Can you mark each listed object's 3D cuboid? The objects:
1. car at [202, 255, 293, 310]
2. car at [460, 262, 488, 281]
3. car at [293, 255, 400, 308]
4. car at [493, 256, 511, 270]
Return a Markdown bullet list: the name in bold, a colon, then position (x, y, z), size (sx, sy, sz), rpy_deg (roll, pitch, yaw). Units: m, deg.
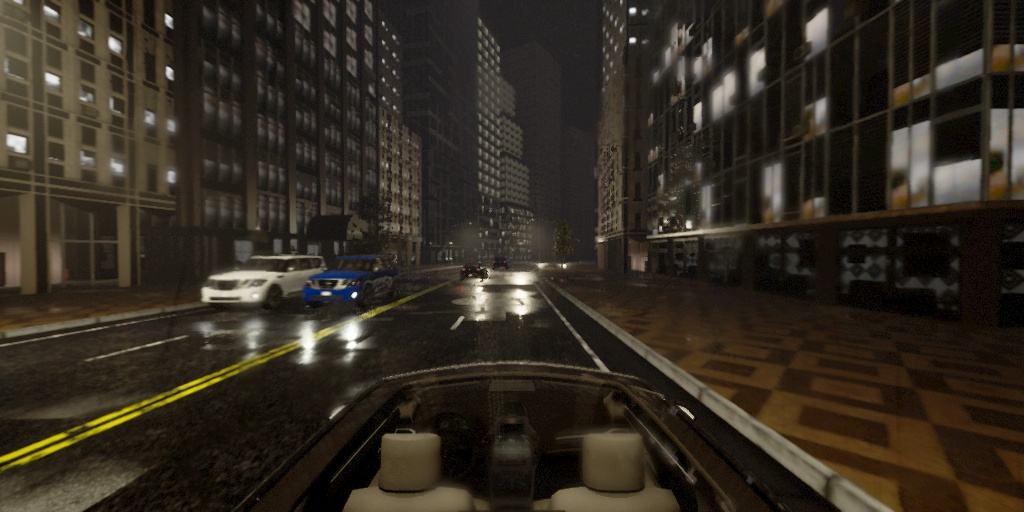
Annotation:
- **car**: position (-9.823, 0.970, 15.042), size (2.150, 2.045, 5.566), rpy_deg (0, 0, 0)
- **car**: position (-3.073, 1.244, 29.507), size (2.128, 1.511, 4.902), rpy_deg (0, 0, 1)
- **car**: position (-6.570, 0.970, 15.467), size (2.150, 2.045, 5.566), rpy_deg (0, 0, 0)
- **car**: position (-1.446, 1.001, 53.666), size (2.150, 2.045, 5.566), rpy_deg (0, 0, 7)
